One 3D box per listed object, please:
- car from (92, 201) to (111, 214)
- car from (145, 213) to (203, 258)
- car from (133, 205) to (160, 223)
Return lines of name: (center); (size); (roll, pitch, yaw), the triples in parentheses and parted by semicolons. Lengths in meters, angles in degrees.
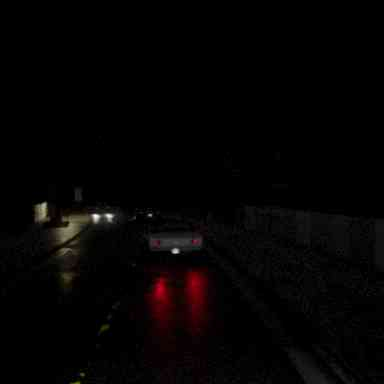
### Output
car: (-11.229, 1.839, 41.127); (1.882, 1.535, 5.008); (1, -1, -22)
car: (-0.833, 1.737, 13.447); (1.895, 1.301, 4.718); (0, -1, -7)
car: (-3.884, 1.843, 28.606); (1.994, 1.385, 4.181); (0, 0, -16)
